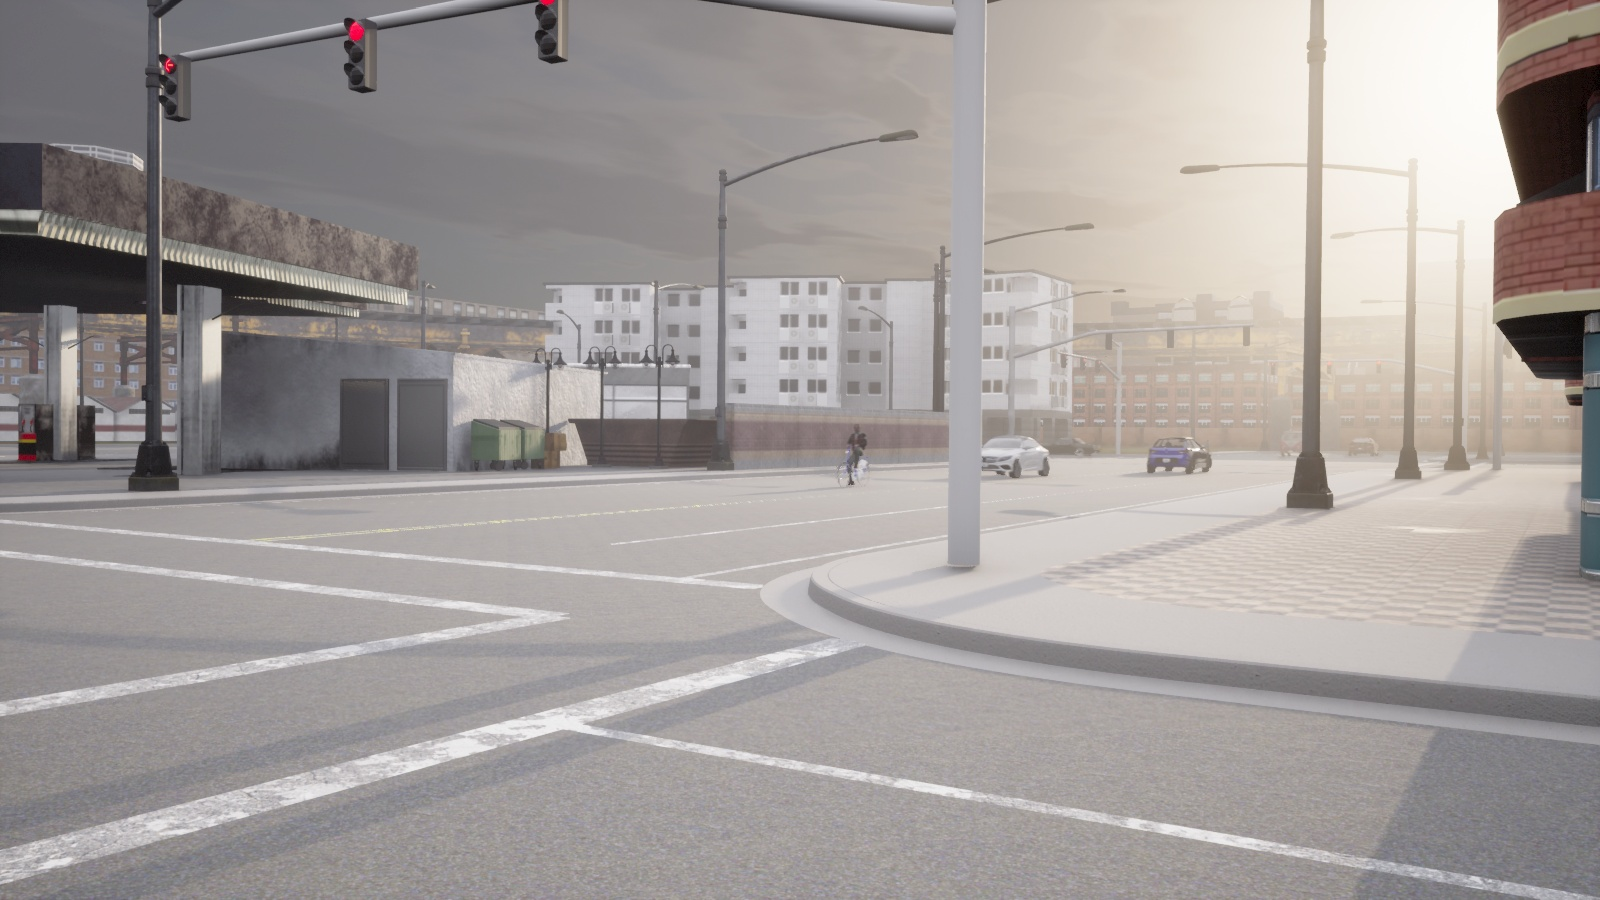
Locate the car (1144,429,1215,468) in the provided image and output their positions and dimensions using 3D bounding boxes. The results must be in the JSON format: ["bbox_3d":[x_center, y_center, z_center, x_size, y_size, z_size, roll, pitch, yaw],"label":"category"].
[{"bbox_3d":[15.379,-0.088,50.783,1.816,1.474,4.193,0,1,31],"label":"car"}]

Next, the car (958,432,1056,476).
[{"bbox_3d":[7.319,0.090,44.040,1.812,1.442,4.674,0,1,31],"label":"car"}]

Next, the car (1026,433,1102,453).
[{"bbox_3d":[17.933,-0.497,85.407,4.718,1.301,1.895,0,1,30],"label":"car"}]

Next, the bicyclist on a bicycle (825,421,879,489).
[{"bbox_3d":[1.437,0.123,34.107,0.659,1.776,1.843,0,1,31],"label":"bicyclist on a bicycle"}]
